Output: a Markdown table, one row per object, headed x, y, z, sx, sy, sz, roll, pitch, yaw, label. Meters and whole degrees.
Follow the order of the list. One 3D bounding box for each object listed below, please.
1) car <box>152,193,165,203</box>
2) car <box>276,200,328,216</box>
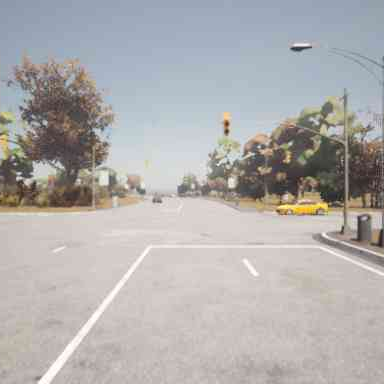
| x | y | z | sx | sy | sz | roll | pitch | yaw | label |
| --- | --- | --- | --- | --- | --- | --- | --- | --- | --- |
| -7.182 | 1.520 | 68.616 | 1.882 | 1.535 | 5.008 | 0 | 0 | -1 | car |
| 10.869 | 1.558 | 32.928 | 5.008 | 1.535 | 1.882 | -2 | 0 | -3 | car |
